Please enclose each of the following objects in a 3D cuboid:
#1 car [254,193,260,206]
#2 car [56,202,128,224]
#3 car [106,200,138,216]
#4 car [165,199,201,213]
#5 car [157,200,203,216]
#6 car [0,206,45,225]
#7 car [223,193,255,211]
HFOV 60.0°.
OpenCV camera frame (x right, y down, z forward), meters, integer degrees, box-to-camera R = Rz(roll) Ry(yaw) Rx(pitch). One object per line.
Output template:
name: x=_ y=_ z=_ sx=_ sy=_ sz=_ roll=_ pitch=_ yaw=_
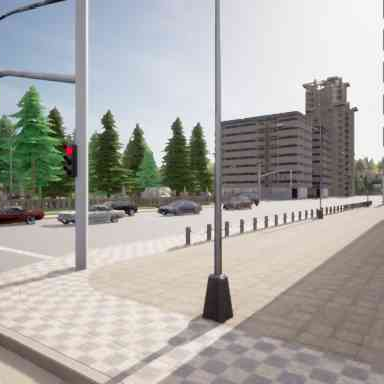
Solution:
car: x=8.561 y=1.218 z=51.660 sx=2.150 sy=2.045 sz=5.566 roll=0 pitch=0 yaw=36
car: x=-7.162 y=1.601 z=23.773 sx=1.895 sy=1.301 sz=4.718 roll=0 pitch=0 yaw=36
car: x=-7.096 y=1.478 z=29.890 sx=1.882 sy=1.535 sz=5.008 roll=0 pitch=0 yaw=36
car: x=-0.977 y=1.564 z=38.466 sx=1.994 sy=1.385 sz=4.181 roll=0 pitch=0 yaw=35
car: x=-1.037 y=1.548 z=32.346 sx=2.033 sy=1.411 sz=5.357 roll=0 pitch=0 yaw=36
car: x=-12.588 y=1.601 z=22.276 sx=1.895 sy=1.301 sz=4.718 roll=0 pitch=0 yaw=37
car: x=5.695 y=1.351 z=41.749 sx=2.097 sy=1.767 sz=4.553 roll=0 pitch=0 yaw=36
